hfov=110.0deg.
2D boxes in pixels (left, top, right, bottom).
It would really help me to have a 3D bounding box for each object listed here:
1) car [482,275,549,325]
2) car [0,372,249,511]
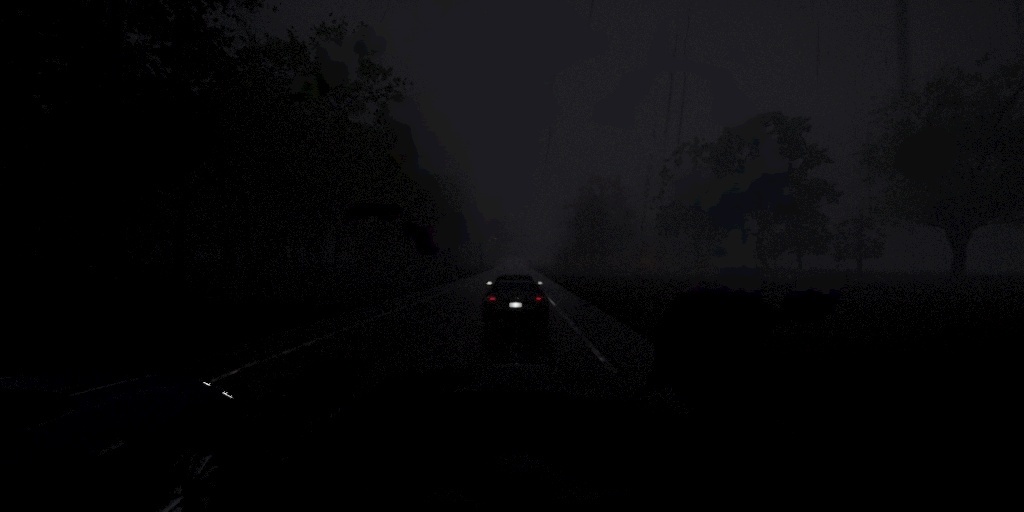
[{"bbox_3d":[0.101,1.314,11.857,1.994,1.385,4.181,0,0,0],"label":"car"},{"bbox_3d":[-3.263,1.102,1.090,2.097,1.767,4.553,0,0,1],"label":"car"}]
